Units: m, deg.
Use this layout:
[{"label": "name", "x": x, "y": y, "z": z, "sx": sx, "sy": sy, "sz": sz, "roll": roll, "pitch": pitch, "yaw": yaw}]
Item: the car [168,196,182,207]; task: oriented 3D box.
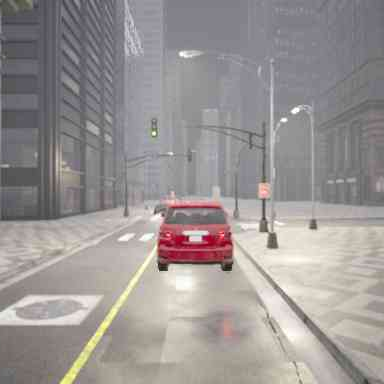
[{"label": "car", "x": -3.084, "y": 1.676, "z": 60.427, "sx": 2.150, "sy": 2.045, "sz": 5.566, "roll": 0, "pitch": -1, "yaw": 0}]

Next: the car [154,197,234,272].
[{"label": "car", "x": 0.096, "y": 1.306, "z": 11.193, "sx": 2.150, "sy": 2.045, "sz": 5.566, "roll": 0, "pitch": 0, "yaw": 0}]

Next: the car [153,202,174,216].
[{"label": "car", "x": -3.107, "y": 1.840, "z": 37.306, "sx": 1.994, "sy": 1.385, "sz": 4.181, "roll": 0, "pitch": 0, "yaw": 0}]
